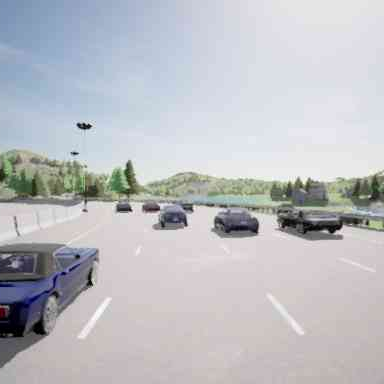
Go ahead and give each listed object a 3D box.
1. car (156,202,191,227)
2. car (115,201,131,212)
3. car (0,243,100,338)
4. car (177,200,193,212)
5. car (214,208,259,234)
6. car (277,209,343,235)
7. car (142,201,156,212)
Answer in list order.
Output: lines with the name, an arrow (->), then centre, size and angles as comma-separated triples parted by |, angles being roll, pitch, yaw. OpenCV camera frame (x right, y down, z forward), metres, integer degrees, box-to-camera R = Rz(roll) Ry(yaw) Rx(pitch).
car -> -1.463, 1.692, 24.670 | 1.812, 1.442, 4.674 | 0, 0, -9
car -> -9.594, 1.979, 46.308 | 1.994, 1.385, 4.181 | -1, 0, -17
car -> -3.275, 1.690, 6.763 | 1.895, 1.301, 4.718 | -1, 0, -2
car -> -1.182, 1.755, 41.838 | 2.128, 1.511, 4.902 | 0, 0, -14
car -> 2.576, 1.644, 20.081 | 1.994, 1.385, 4.181 | -1, 0, -7
car -> 6.471, 1.615, 18.954 | 1.895, 1.301, 4.718 | -1, 0, -6
car -> -5.612, 1.911, 44.979 | 1.994, 1.385, 4.181 | -1, 0, -16
